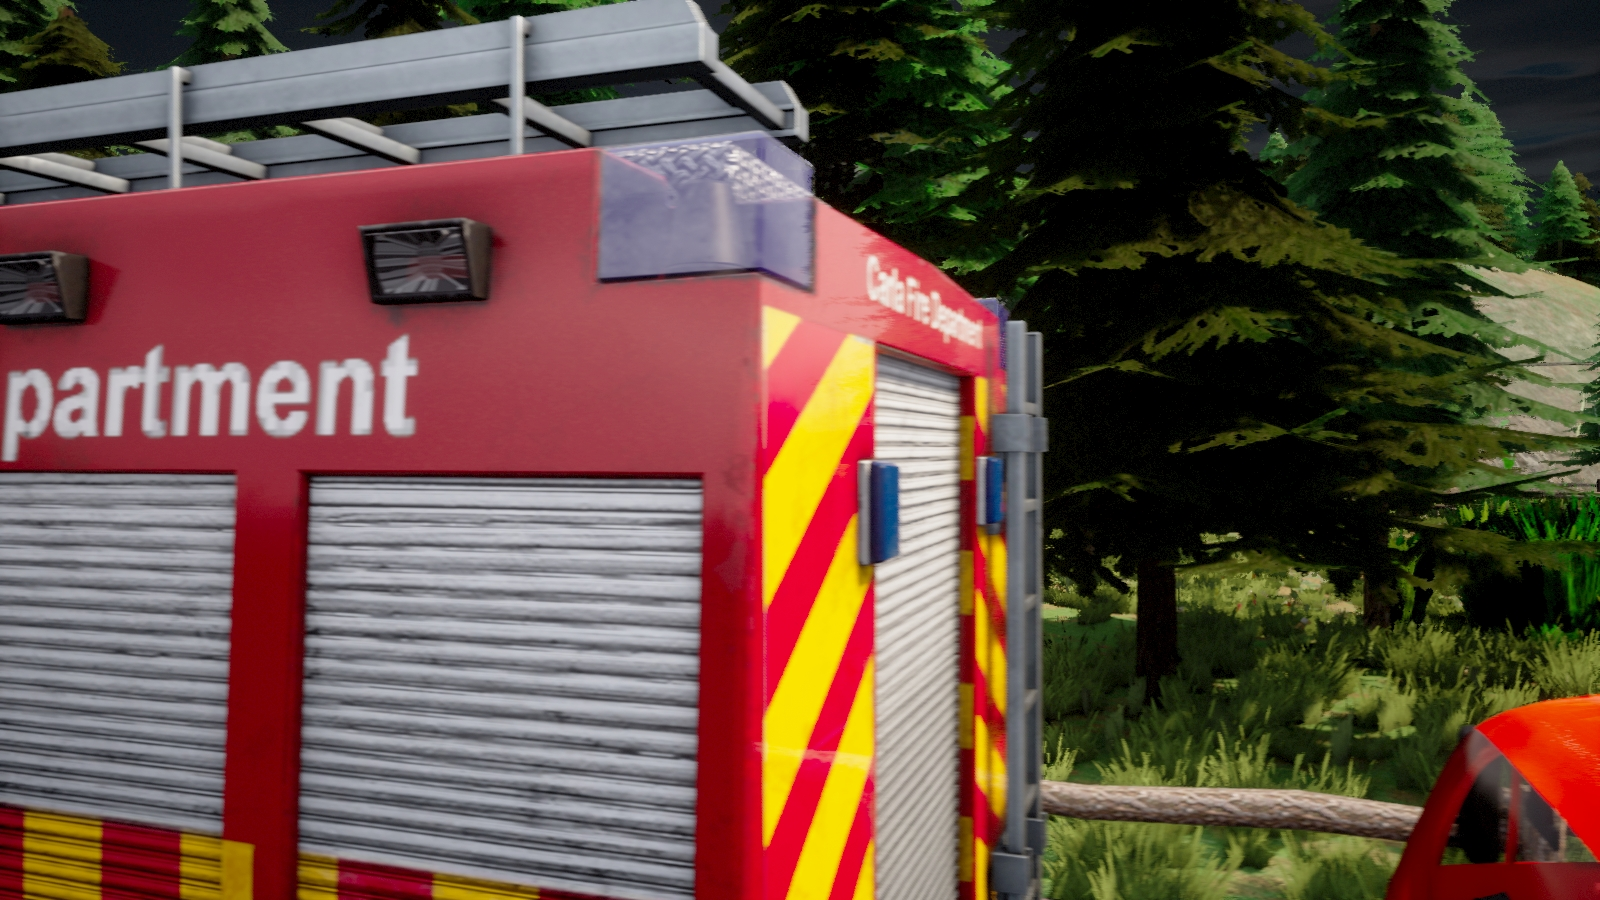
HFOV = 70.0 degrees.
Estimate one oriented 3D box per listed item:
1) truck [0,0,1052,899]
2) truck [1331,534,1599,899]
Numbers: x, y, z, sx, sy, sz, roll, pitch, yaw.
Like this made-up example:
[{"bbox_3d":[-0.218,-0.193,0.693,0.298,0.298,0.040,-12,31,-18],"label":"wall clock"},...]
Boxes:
[{"bbox_3d":[-3.477,0.855,4.560,8.468,3.827,2.891,0,0,19],"label":"truck"},{"bbox_3d":[3.867,1.534,1.921,5.204,2.467,2.627,0,0,20],"label":"truck"}]
